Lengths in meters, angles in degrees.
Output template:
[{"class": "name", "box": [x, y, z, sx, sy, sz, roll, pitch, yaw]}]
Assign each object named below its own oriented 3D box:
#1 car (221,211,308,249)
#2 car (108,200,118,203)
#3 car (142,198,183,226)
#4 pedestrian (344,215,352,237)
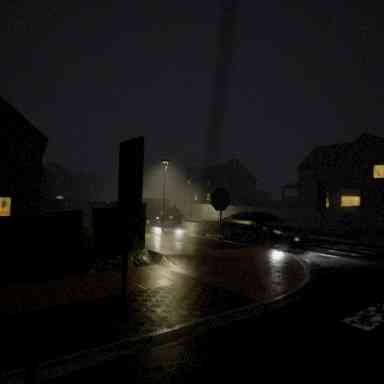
[{"class": "car", "box": [2.997, 1.583, 14.866, 1.812, 1.442, 4.674, 3, -2, -27]}, {"class": "car", "box": [-10.645, 1.947, 45.453, 2.097, 1.767, 4.553, 2, -1, -18]}, {"class": "car", "box": [-2.670, 1.491, 25.919, 2.150, 2.045, 5.566, 3, -2, -26]}, {"class": "pedestrian", "box": [8.300, 1.445, 17.670, 0.375, 1.860, 0.375, 2, -1, -31]}]
